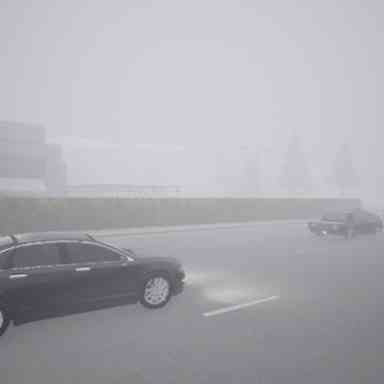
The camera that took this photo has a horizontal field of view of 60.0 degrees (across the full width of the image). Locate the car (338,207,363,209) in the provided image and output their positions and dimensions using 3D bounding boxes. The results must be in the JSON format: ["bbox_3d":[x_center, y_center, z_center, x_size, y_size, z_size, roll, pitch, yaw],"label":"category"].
[{"bbox_3d":[12.242,1.857,25.368,5.357,1.411,2.033,1,-1,-35],"label":"car"}]

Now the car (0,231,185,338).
[{"bbox_3d":[-2.400,1.525,6.333,4.892,1.490,1.837,1,-1,-35],"label":"car"}]

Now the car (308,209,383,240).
[{"bbox_3d":[8.680,1.824,18.529,4.718,1.301,1.895,1,-1,-35],"label":"car"}]
